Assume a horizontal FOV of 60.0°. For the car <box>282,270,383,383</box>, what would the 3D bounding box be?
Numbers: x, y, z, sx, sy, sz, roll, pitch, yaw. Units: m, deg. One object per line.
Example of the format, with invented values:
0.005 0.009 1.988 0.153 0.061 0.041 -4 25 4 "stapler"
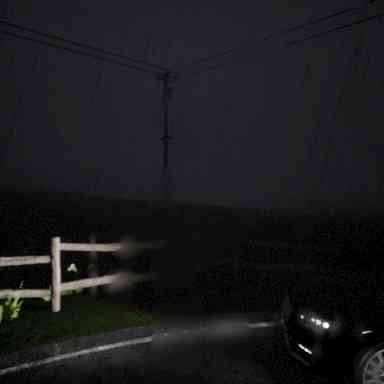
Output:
3.590 1.453 3.848 4.902 1.511 2.128 0 0 14 "car"
